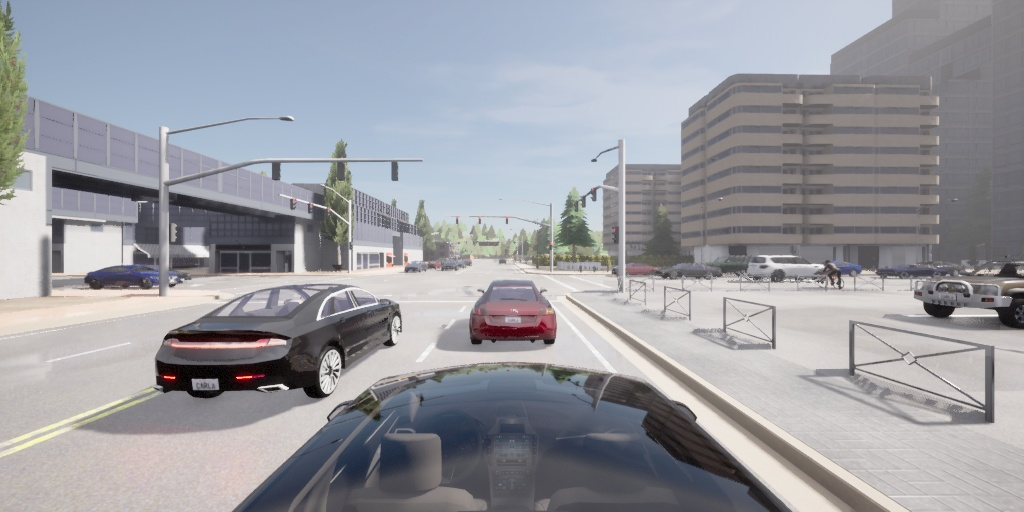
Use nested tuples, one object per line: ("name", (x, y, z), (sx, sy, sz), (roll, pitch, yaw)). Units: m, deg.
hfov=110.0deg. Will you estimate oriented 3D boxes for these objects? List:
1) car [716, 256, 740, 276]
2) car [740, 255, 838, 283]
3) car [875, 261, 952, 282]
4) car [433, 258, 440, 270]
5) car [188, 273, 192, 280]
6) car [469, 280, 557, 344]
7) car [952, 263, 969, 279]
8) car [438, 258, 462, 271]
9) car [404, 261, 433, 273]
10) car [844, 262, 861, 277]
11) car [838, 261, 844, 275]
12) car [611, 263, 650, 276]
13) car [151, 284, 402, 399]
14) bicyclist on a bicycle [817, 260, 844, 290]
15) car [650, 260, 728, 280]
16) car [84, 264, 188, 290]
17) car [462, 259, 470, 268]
("car", (21.093, 0.972, 34.774), (5.566, 2.045, 2.150), (0, 0, -2))
("car", (21.164, 0.971, 27.572), (5.566, 2.045, 2.150), (0, 0, -2))
("car", (35.172, 1.351, 31.675), (4.718, 1.301, 1.895), (0, 0, -2))
("car", (-11.996, 1.351, 53.988), (1.895, 1.301, 4.718), (0, 0, -1))
("car", (-26.174, 1.297, 25.513), (5.357, 1.411, 2.033), (0, 0, -1))
("car", (0.012, 1.314, 9.544), (1.994, 1.385, 4.181), (0, 0, 0))
("car", (41.234, 1.255, 35.326), (4.892, 1.490, 1.837), (0, 0, -1))
("car", (-8.358, 1.314, 48.858), (1.994, 1.385, 4.181), (0, 0, -2))
("car", (-11.761, 1.297, 44.403), (2.033, 1.411, 5.357), (0, 0, -1))
("car", (31.118, 1.228, 35.064), (5.008, 1.535, 1.882), (0, 0, -2))
("car", (25.309, 1.297, 31.395), (5.357, 1.411, 2.033), (0, 0, -2))
("car", (11.749, 1.314, 34.495), (4.181, 1.385, 1.994), (0, 0, -2))
("car", (-3.473, 1.242, 6.486), (2.128, 1.511, 4.902), (0, 0, 0))
("bicyclist on a bicycle", (17.929, 1.052, 20.189), (0.582, 1.620, 1.656), (0, 0, -2))
("car", (15.239, 1.297, 31.097), (5.357, 1.411, 2.033), (0, 0, -2))
("car", (-23.328, 1.276, 22.079), (4.674, 1.442, 1.812), (0, 0, -1))
("car", (-8.621, 1.297, 59.155), (2.033, 1.411, 5.357), (0, 0, -1))
